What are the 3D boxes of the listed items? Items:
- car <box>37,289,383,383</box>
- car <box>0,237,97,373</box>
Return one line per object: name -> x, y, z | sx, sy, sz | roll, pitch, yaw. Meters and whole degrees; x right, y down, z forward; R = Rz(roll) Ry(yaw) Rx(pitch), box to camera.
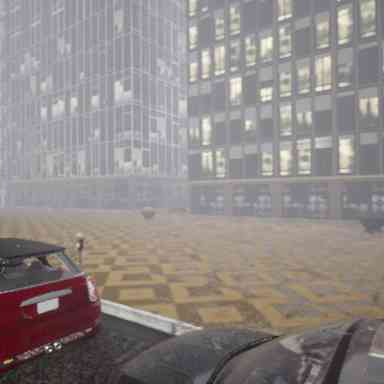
car -> 1.255, 1.550, 1.987 | 4.403, 1.369, 2.008 | 0, 0, 35
car -> -3.378, 1.447, 5.286 | 4.097, 1.590, 1.967 | 0, 0, 35
